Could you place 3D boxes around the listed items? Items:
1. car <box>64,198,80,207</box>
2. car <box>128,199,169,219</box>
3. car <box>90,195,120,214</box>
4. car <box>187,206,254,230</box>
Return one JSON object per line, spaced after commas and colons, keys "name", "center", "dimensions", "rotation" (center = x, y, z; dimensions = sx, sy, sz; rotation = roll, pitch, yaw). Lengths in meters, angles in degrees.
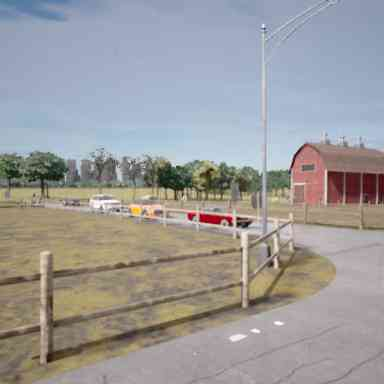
{"name": "car", "center": [-21.492, 1.822, 59.707], "dimensions": [1.837, 1.490, 4.892], "rotation": [-1, 0, -35]}
{"name": "car", "center": [-3.906, 1.398, 29.616], "dimensions": [2.097, 1.767, 4.553], "rotation": [-1, 0, -35]}
{"name": "car", "center": [-9.978, 1.332, 38.250], "dimensions": [2.150, 2.045, 5.566], "rotation": [-1, 0, -35]}
{"name": "car", "center": [1.754, 1.620, 21.623], "dimensions": [1.895, 1.301, 4.718], "rotation": [-1, 1, -36]}
